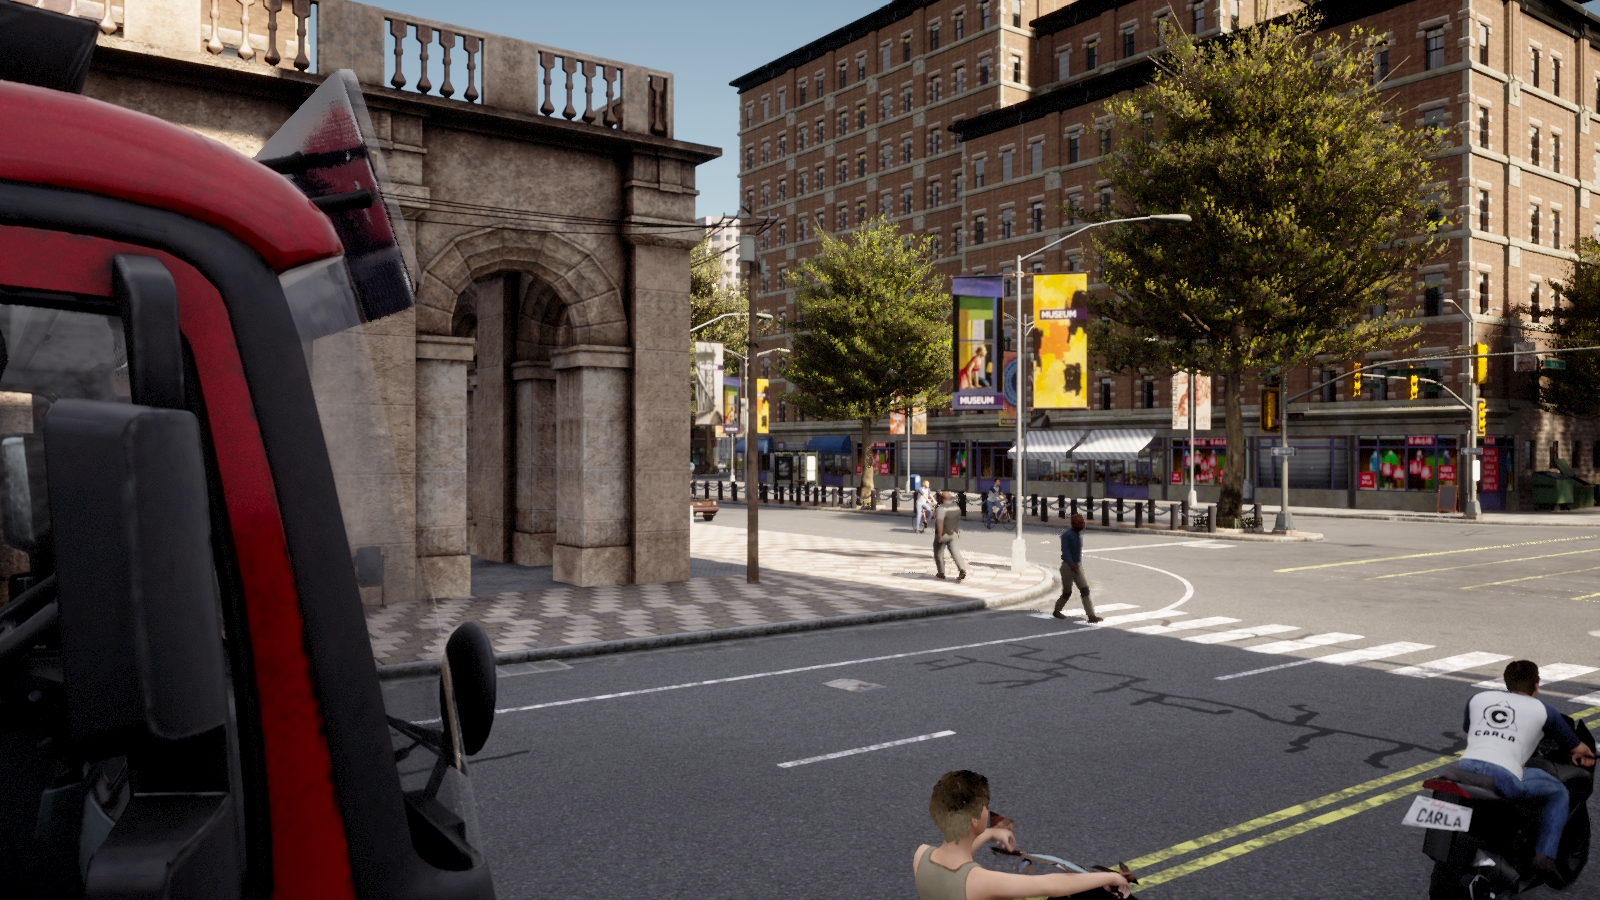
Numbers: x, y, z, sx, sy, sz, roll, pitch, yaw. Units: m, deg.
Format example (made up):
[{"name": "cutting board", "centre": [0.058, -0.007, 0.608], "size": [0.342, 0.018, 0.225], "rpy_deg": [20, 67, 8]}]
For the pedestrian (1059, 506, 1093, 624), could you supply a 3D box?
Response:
[{"name": "pedestrian", "centre": [4.468, 1.848, 18.502], "size": [0.375, 1.860, 0.375], "rpy_deg": [0, 0, -34]}]

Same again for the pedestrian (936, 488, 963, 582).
[{"name": "pedestrian", "centre": [3.011, 1.696, 23.041], "size": [0.375, 1.860, 0.375], "rpy_deg": [0, 0, -32]}]

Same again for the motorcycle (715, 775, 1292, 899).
[{"name": "motorcycle", "centre": [0.878, 2.170, 4.394], "size": [2.356, 1.277, 0.764], "rpy_deg": [0, 0, -36]}]

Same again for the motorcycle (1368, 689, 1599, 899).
[{"name": "motorcycle", "centre": [4.353, 2.213, 6.906], "size": [2.033, 1.145, 0.803], "rpy_deg": [0, 0, -36]}]
